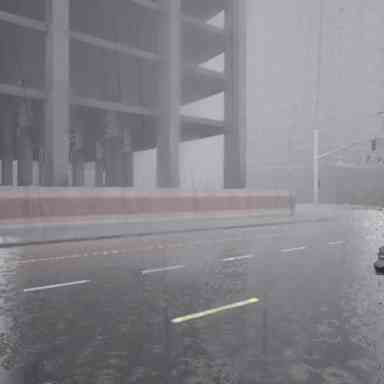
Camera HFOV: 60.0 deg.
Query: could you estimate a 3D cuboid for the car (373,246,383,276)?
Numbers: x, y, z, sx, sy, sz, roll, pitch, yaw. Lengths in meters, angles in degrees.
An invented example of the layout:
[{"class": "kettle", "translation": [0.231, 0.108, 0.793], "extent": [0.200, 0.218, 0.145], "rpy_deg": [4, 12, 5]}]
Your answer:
[{"class": "car", "translation": [6.907, 1.572, 8.766], "extent": [5.357, 1.411, 2.033], "rpy_deg": [0, 0, -35]}]
